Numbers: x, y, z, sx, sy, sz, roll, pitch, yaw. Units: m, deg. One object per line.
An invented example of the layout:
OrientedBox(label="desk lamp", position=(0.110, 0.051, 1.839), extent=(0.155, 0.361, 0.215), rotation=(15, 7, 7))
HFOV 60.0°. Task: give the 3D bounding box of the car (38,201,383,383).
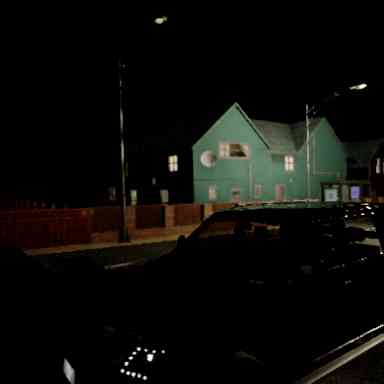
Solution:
OrientedBox(label="car", position=(1.172, 1.191, 4.518), extent=(5.566, 2.045, 2.150), rotation=(-1, 0, -35))

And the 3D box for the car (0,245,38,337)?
OrientedBox(label="car", position=(-3.632, 1.602, 5.086), extent=(4.718, 1.301, 1.895), rotation=(-1, 0, -35))
